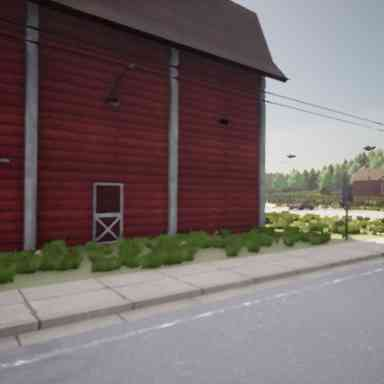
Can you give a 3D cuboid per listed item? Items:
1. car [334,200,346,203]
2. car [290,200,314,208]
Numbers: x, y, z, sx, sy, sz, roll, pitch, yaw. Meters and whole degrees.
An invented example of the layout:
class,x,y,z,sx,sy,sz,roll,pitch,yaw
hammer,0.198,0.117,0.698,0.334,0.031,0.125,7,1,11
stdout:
class,x,y,z,sx,sy,sz,roll,pitch,yaw
car,25.923,2.124,57.729,3.905,1.438,1.784,1,0,-36
car,16.244,1.967,49.172,4.193,1.474,1.816,1,0,-36
